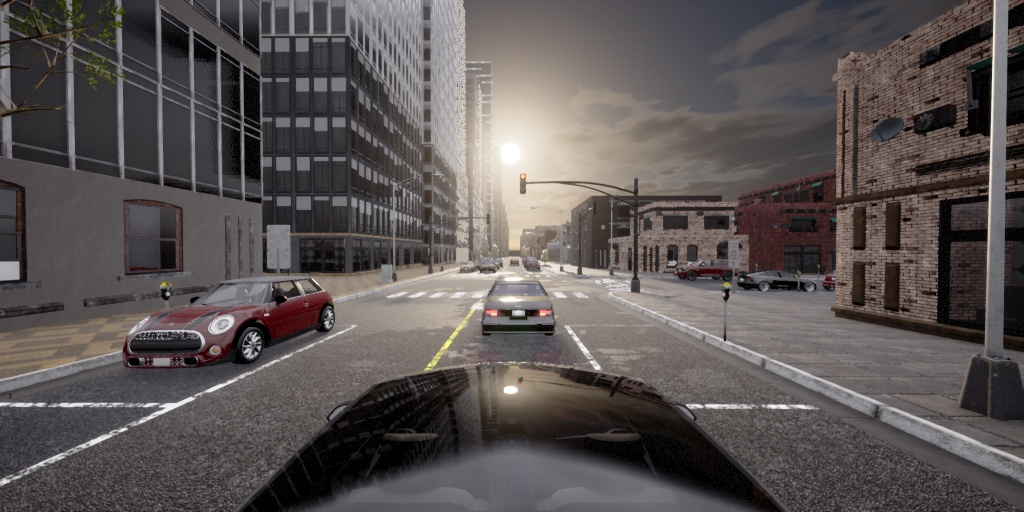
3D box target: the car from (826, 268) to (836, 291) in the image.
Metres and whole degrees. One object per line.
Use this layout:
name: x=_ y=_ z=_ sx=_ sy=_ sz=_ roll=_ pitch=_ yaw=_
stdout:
car: x=22.087 y=1.473 z=22.427 sx=4.097 sy=1.591 sz=1.967 roll=0 pitch=0 yaw=1

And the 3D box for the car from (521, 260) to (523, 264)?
car: x=3.071 y=1.051 z=62.568 sx=2.192 sy=1.841 sz=5.009 roll=0 pitch=0 yaw=0

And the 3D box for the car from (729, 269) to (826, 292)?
car: x=16.540 y=1.546 z=22.533 sx=4.313 sy=1.339 sz=1.948 roll=0 pitch=0 yaw=1

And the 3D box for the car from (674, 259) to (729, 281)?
car: x=16.699 y=1.164 z=30.911 sx=5.009 sy=1.841 sz=2.192 roll=0 pitch=0 yaw=1

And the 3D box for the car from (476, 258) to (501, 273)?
car: x=-2.834 y=1.287 z=43.590 sx=2.033 sy=1.411 sz=5.357 roll=0 pitch=0 yaw=0

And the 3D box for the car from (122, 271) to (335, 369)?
car: x=-5.656 y=1.188 z=7.797 sx=1.967 sy=1.591 sz=4.097 roll=0 pitch=0 yaw=0

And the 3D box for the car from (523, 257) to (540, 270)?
car: x=3.000 y=1.178 z=51.280 sx=1.967 sy=1.591 sz=4.097 roll=0 pitch=0 yaw=0

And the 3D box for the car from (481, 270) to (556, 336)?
car: x=0.154 y=1.295 z=10.364 sx=2.033 sy=1.411 sz=5.357 roll=0 pitch=0 yaw=0

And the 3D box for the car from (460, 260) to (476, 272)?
car: x=-5.555 y=1.265 z=45.575 sx=1.751 sy=1.417 sz=4.829 roll=0 pitch=0 yaw=0

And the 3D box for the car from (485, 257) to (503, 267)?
car: x=-2.773 y=1.285 z=53.733 sx=2.033 sy=1.411 sz=5.357 roll=0 pitch=0 yaw=0
